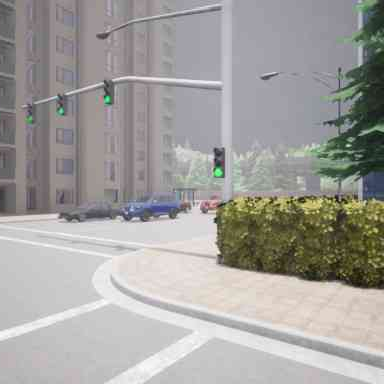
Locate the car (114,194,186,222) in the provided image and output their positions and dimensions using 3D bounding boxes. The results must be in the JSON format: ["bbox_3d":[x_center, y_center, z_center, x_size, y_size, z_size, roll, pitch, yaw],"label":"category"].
[{"bbox_3d":[-3.237,1.221,26.930,2.150,2.045,5.566,0,0,36],"label":"car"}]

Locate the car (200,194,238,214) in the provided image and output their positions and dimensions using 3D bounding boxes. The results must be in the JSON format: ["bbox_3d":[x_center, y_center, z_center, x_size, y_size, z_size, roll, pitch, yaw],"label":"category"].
[{"bbox_3d":[3.109,1.221,35.563,2.150,2.045,5.566,0,0,36],"label":"car"}]

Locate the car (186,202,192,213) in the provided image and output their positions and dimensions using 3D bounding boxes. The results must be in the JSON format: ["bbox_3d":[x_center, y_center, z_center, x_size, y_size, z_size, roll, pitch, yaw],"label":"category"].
[{"bbox_3d":[-2.053,1.478,34.453,1.882,1.535,5.008,0,0,36],"label":"car"}]

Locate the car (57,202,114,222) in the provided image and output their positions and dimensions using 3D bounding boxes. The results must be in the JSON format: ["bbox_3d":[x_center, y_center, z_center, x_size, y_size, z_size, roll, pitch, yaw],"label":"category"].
[{"bbox_3d":[-7.859,1.547,26.545,2.033,1.411,5.357,0,0,36],"label":"car"}]
